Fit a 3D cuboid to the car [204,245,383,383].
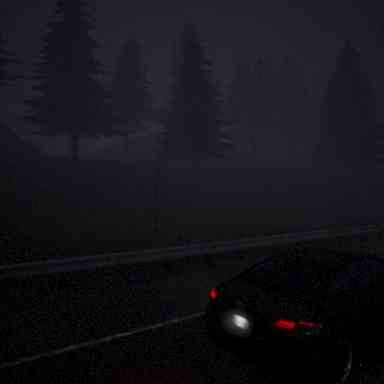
[{"bbox_3d":[2.243,1.561,5.227,4.181,1.385,1.994,0,0,-35],"label":"car"}]
